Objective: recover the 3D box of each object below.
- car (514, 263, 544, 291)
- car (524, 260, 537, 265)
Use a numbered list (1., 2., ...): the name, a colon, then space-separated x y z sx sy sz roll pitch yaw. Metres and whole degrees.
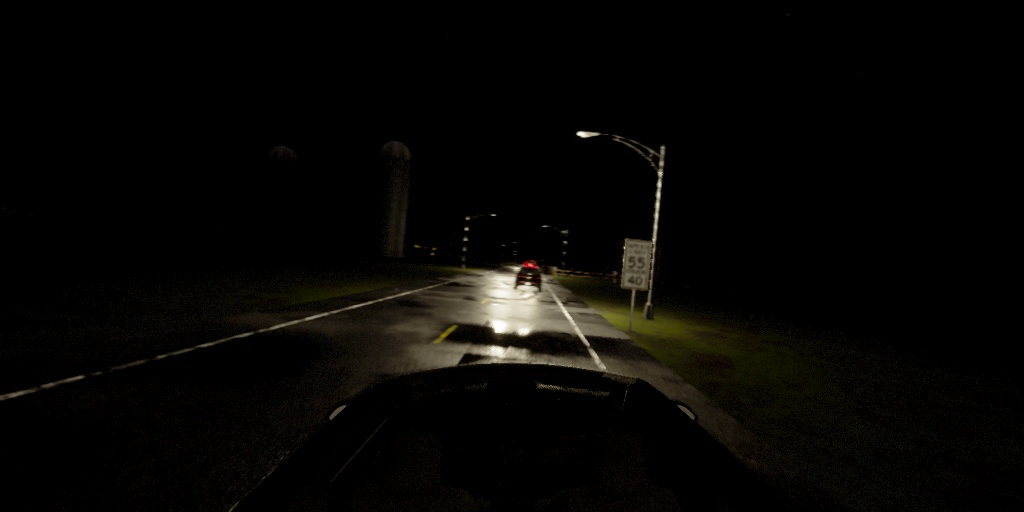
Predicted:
1. car: 1.179 1.575 25.596 1.837 1.490 4.892 5 -1 3
2. car: 3.119 1.845 62.154 2.150 2.045 5.566 5 -2 3
